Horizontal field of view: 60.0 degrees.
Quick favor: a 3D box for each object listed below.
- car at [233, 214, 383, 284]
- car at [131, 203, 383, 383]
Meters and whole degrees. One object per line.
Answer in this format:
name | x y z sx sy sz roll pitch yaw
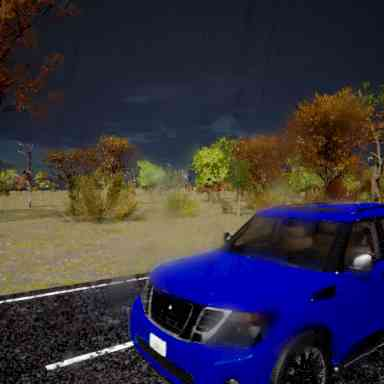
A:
car | 3.987 1.546 10.522 5.357 1.411 2.033 0 0 -36
car | 1.896 1.221 5.036 5.566 2.045 2.150 0 0 -36
